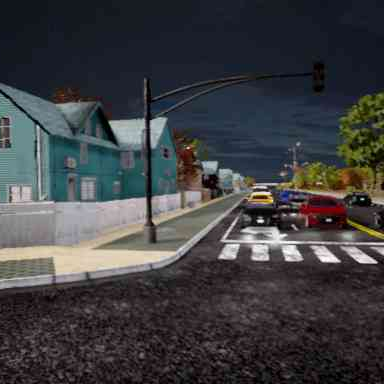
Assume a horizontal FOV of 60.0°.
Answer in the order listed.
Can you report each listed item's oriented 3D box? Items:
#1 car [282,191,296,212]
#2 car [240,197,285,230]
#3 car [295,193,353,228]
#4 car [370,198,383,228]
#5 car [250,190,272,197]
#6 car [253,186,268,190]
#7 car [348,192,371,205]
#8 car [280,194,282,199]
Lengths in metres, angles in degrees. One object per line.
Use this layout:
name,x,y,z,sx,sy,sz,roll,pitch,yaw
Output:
car,9.067,0.823,28.062,2.128,1.511,4.902,-1,1,12
car,3.667,1.166,17.904,1.994,1.385,4.181,-1,1,11
car,7.078,1.019,18.347,1.882,1.535,5.008,-1,1,12
car,9.904,1.122,15.007,1.994,1.385,4.181,-1,1,12
car,5.723,0.864,27.929,1.882,1.535,5.008,-1,1,12
car,7.908,0.385,38.327,2.150,2.045,5.566,-1,1,12
car,17.261,0.644,34.877,1.994,1.385,4.181,-1,1,12
car,11.202,0.592,38.203,1.882,1.535,5.008,-1,1,12
